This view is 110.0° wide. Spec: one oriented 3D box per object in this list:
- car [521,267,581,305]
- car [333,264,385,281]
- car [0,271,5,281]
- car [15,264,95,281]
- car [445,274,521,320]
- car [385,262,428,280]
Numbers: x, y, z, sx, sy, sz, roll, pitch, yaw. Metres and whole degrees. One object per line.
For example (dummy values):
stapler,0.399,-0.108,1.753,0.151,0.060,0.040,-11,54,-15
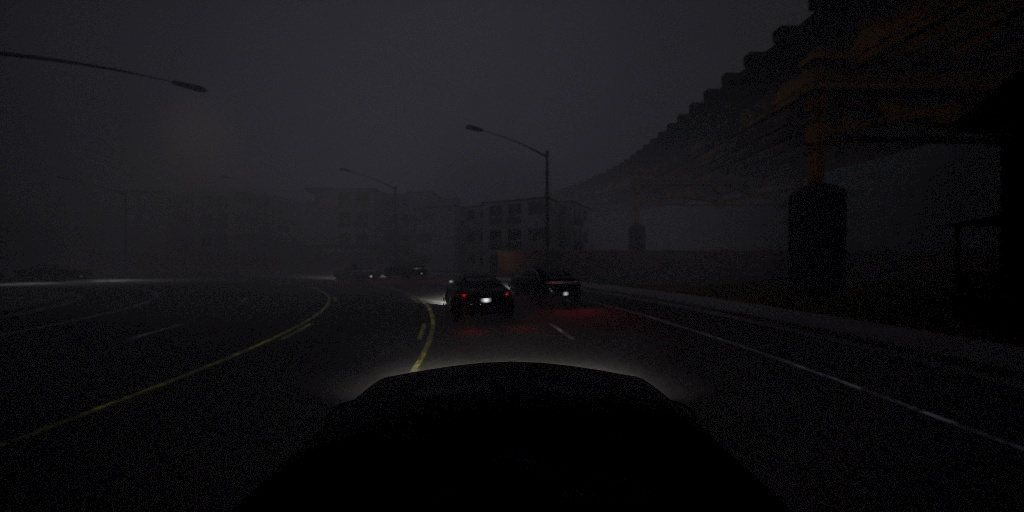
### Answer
car,1.319,1.241,16.130,2.128,1.511,4.902,0,0,-18
car,-13.092,1.351,30.192,4.718,1.301,1.895,0,0,38
car,-40.564,1.353,26.324,4.718,1.301,1.895,0,0,2
car,-37.809,1.353,29.736,4.718,1.301,1.895,0,0,2
car,-1.276,1.314,12.838,1.994,1.385,4.181,0,0,-14
car,-9.379,1.241,31.559,4.902,1.511,2.128,0,0,41
